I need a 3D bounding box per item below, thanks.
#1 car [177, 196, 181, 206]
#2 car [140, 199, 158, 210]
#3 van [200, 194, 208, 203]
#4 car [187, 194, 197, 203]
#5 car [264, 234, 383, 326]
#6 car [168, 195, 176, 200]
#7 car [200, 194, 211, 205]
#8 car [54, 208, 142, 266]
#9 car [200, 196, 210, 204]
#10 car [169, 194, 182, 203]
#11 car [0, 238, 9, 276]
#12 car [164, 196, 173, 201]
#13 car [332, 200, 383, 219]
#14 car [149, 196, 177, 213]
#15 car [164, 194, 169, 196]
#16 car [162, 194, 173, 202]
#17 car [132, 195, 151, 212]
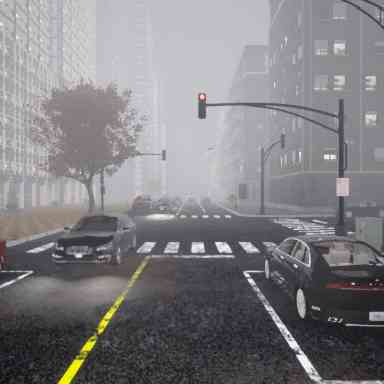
[{"bbox_3d":[-3.151,1.633,51.106,1.895,1.301,4.718,0,0,0],"label":"car"},{"bbox_3d":[-5.740,1.593,44.865,1.947,1.339,4.313,0,0,0],"label":"car"},{"bbox_3d":[2.611,1.402,72.489,1.690,1.788,3.998,0,0,0],"label":"van"},{"bbox_3d":[-0.074,1.603,68.670,2.033,1.411,5.357,0,0,0],"label":"car"},{"bbox_3d":[2.681,1.552,6.963,2.008,1.369,4.403,0,0,0],"label":"car"},{"bbox_3d":[-5.793,1.654,94.571,2.008,1.369,4.403,0,0,0],"label":"car"},{"bbox_3d":[2.623,1.611,61.442,1.947,1.339,4.313,0,0,0],"label":"car"},{"bbox_3d":[-3.113,1.507,11.562,1.837,1.490,4.892,0,0,0],"label":"car"},{"bbox_3d":[2.617,1.578,67.135,1.752,1.417,4.829,0,0,0],"label":"car"},{"bbox_3d":[-3.093,1.530,66.758,1.882,1.535,5.008,0,0,0],"label":"car"},{"bbox_3d":[-5.699,1.545,6.954,1.887,1.381,4.507,0,0,0],"label":"car"},{"bbox_3d":[-5.781,1.632,83.525,2.008,1.369,4.403,0,0,0],"label":"car"},{"bbox_3d":[13.397,1.350,26.380,4.403,1.369,2.008,-1,1,-1],"label":"car"},{"bbox_3d":[-3.139,1.509,37.155,2.128,1.511,4.902,0,0,0],"label":"car"},{"bbox_3d":[-5.769,1.627,72.480,1.947,1.339,4.313,0,0,0],"label":"car"},{"bbox_3d":[-5.776,1.386,78.002,2.192,1.841,5.009,0,0,0],"label":"car"},{"bbox_3d":[-5.735,1.336,39.342,2.192,1.841,5.009,0,0,0],"label":"car"}]
